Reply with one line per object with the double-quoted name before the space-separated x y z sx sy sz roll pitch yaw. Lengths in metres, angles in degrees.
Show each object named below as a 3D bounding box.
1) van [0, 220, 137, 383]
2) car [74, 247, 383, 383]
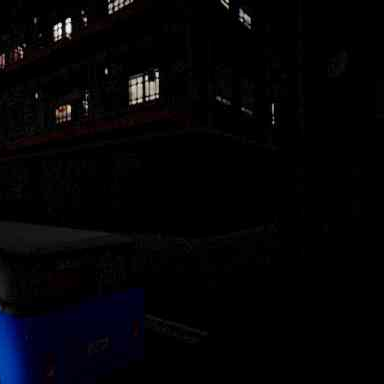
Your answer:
"van" -2.453 1.331 4.475 3.998 1.788 1.690 0 -1 36
"car" 2.037 1.317 1.243 5.009 1.841 2.192 0 -1 36
